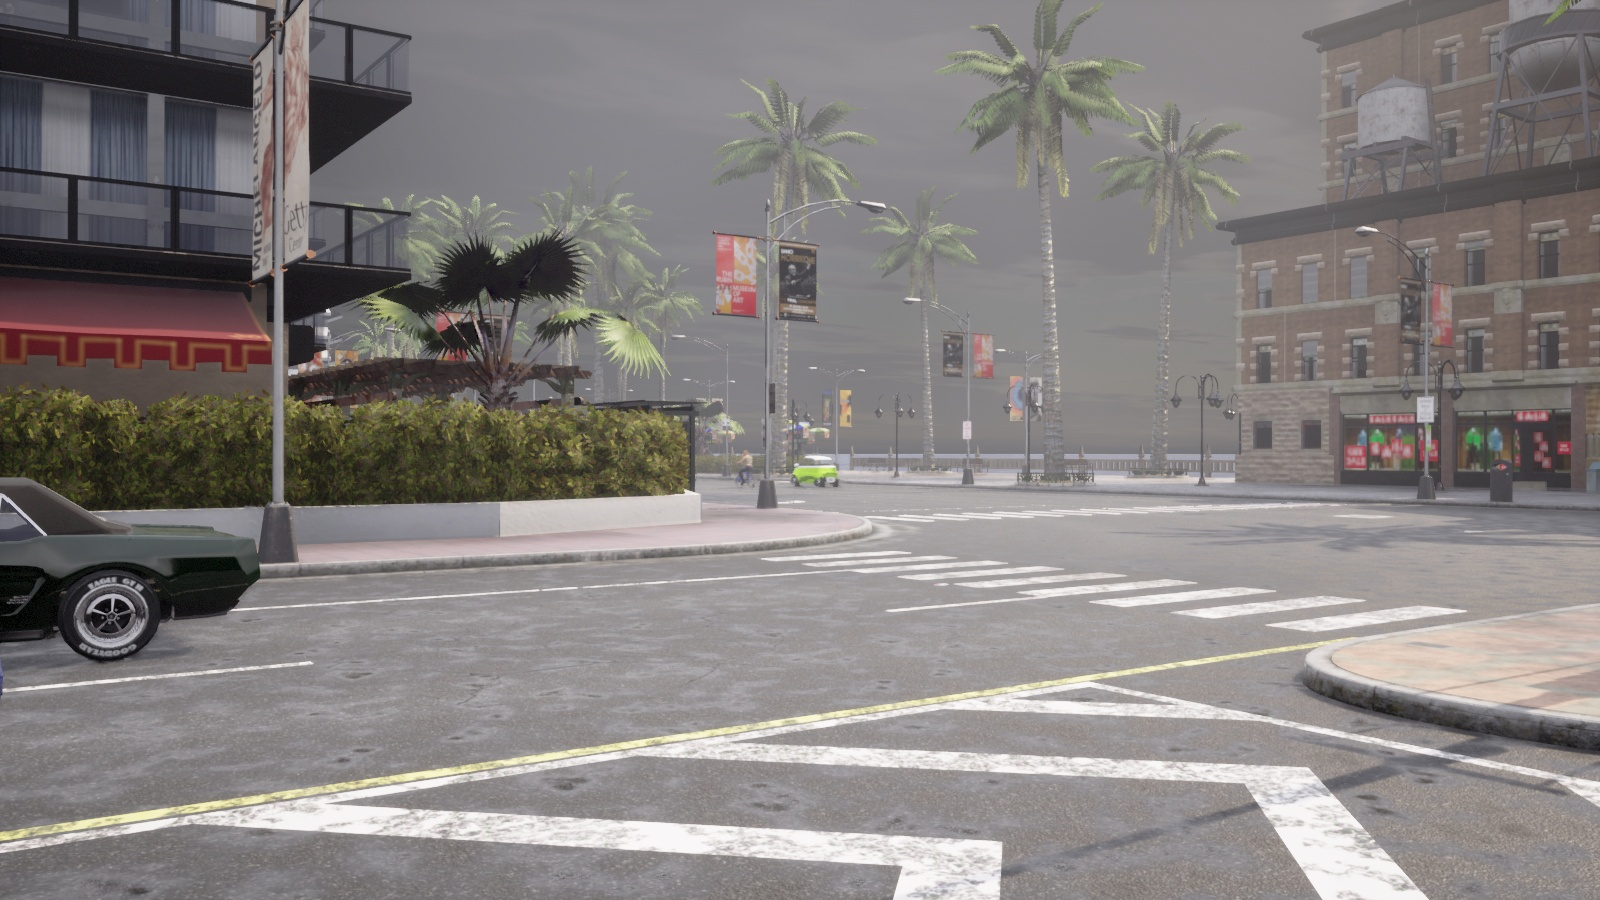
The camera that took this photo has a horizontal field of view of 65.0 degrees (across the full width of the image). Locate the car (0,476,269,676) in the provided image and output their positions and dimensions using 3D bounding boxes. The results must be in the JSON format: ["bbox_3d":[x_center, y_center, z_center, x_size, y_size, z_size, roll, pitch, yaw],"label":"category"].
[{"bbox_3d":[-6.481,0.881,8.894,4.718,1.301,1.895,0,0,-35],"label":"car"}]

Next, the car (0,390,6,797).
[{"bbox_3d":[-5.925,0.628,5.020,4.553,1.767,2.097,0,0,-35],"label":"car"}]

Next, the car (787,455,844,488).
[{"bbox_3d":[0.667,0.932,55.035,1.481,1.376,2.207,0,0,-34],"label":"car"}]
